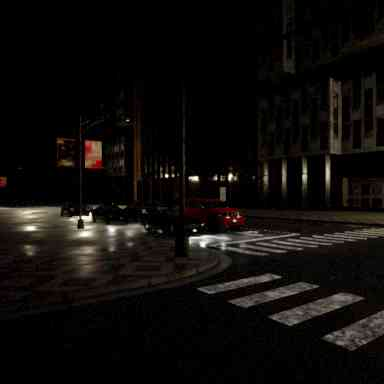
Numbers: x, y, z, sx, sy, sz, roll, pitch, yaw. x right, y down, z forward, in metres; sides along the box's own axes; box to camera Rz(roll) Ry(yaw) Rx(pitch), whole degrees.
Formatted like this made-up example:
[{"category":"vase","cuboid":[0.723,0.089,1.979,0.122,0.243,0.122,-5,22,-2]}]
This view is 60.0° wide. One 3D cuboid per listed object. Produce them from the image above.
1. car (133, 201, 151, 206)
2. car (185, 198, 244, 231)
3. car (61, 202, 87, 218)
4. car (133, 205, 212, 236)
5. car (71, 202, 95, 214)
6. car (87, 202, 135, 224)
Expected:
[{"category":"car","cuboid":[-4.571,1.715,30.700,2.097,1.767,4.553,0,-1,-36]},{"category":"car","cuboid":[1.088,1.454,22.838,2.150,2.045,5.566,0,-1,-34]},{"category":"car","cuboid":[-13.003,1.865,36.899,2.097,1.767,4.553,0,-1,-36]},{"category":"car","cuboid":[-1.396,1.792,20.680,2.033,1.411,5.357,0,-1,-36]},{"category":"car","cuboid":[-14.749,2.123,44.962,1.812,1.442,4.674,0,-1,-35]},{"category":"car","cuboid":[-7.089,1.853,28.629,1.882,1.535,5.008,0,-1,-36]}]
